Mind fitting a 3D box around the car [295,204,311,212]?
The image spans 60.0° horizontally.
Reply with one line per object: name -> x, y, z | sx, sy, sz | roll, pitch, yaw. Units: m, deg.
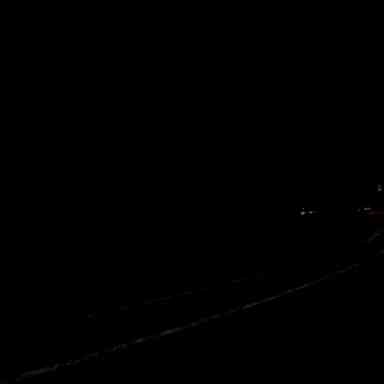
car -> 22.614, 3.294, 67.908 | 1.837, 1.490, 4.892 | -4, -2, -2

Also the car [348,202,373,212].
car -> 26.384, 2.352, 52.238 | 1.837, 1.490, 4.892 | -4, -3, -2
